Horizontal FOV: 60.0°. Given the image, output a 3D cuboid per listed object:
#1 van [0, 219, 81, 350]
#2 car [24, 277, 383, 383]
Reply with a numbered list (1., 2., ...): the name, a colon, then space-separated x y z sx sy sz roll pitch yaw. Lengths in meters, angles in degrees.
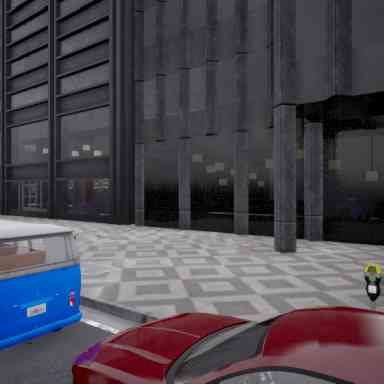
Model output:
1. van: -3.580 1.341 5.521 3.998 1.788 1.690 0 0 36
2. car: 0.985 1.545 2.262 4.507 1.381 1.887 0 0 36
